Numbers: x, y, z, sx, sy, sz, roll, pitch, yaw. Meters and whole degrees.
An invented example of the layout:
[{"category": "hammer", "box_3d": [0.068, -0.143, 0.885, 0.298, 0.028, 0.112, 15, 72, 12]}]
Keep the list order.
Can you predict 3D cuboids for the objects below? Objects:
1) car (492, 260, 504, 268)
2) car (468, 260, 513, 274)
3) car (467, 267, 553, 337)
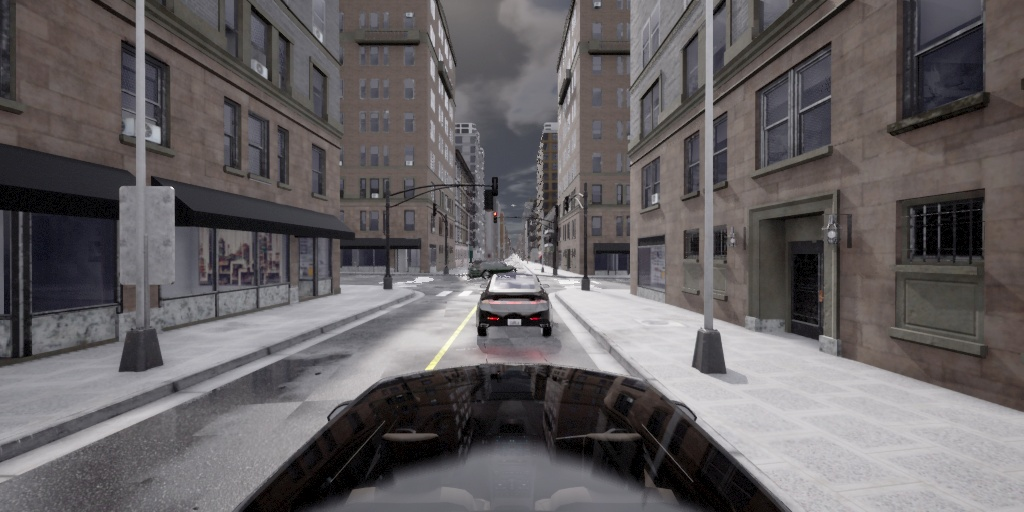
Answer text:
[{"category": "car", "box_3d": [-2.491, 1.451, 64.036, 1.895, 1.301, 4.718, 0, 0, 1]}, {"category": "car", "box_3d": [-1.627, 1.134, 31.407, 4.553, 1.767, 2.097, 0, -1, -44]}, {"category": "car", "box_3d": [0.075, 1.243, 10.311, 2.128, 1.511, 4.902, 0, 0, 1]}]
